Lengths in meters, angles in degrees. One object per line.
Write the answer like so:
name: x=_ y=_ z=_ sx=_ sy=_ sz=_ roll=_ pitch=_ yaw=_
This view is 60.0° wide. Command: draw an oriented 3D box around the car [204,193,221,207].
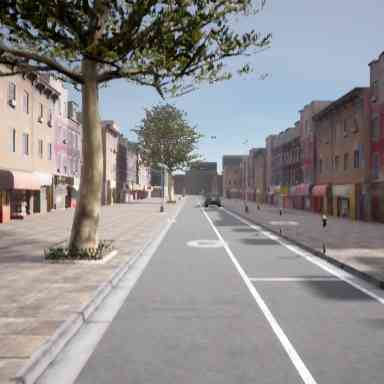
car: x=2.981 y=1.162 z=48.491 sx=2.150 sy=2.045 sz=5.566 roll=0 pitch=0 yaw=0

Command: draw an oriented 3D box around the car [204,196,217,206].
car: x=3.015 y=1.400 z=55.461 sx=1.882 sy=1.535 sz=5.008 roll=0 pitch=0 yaw=0
